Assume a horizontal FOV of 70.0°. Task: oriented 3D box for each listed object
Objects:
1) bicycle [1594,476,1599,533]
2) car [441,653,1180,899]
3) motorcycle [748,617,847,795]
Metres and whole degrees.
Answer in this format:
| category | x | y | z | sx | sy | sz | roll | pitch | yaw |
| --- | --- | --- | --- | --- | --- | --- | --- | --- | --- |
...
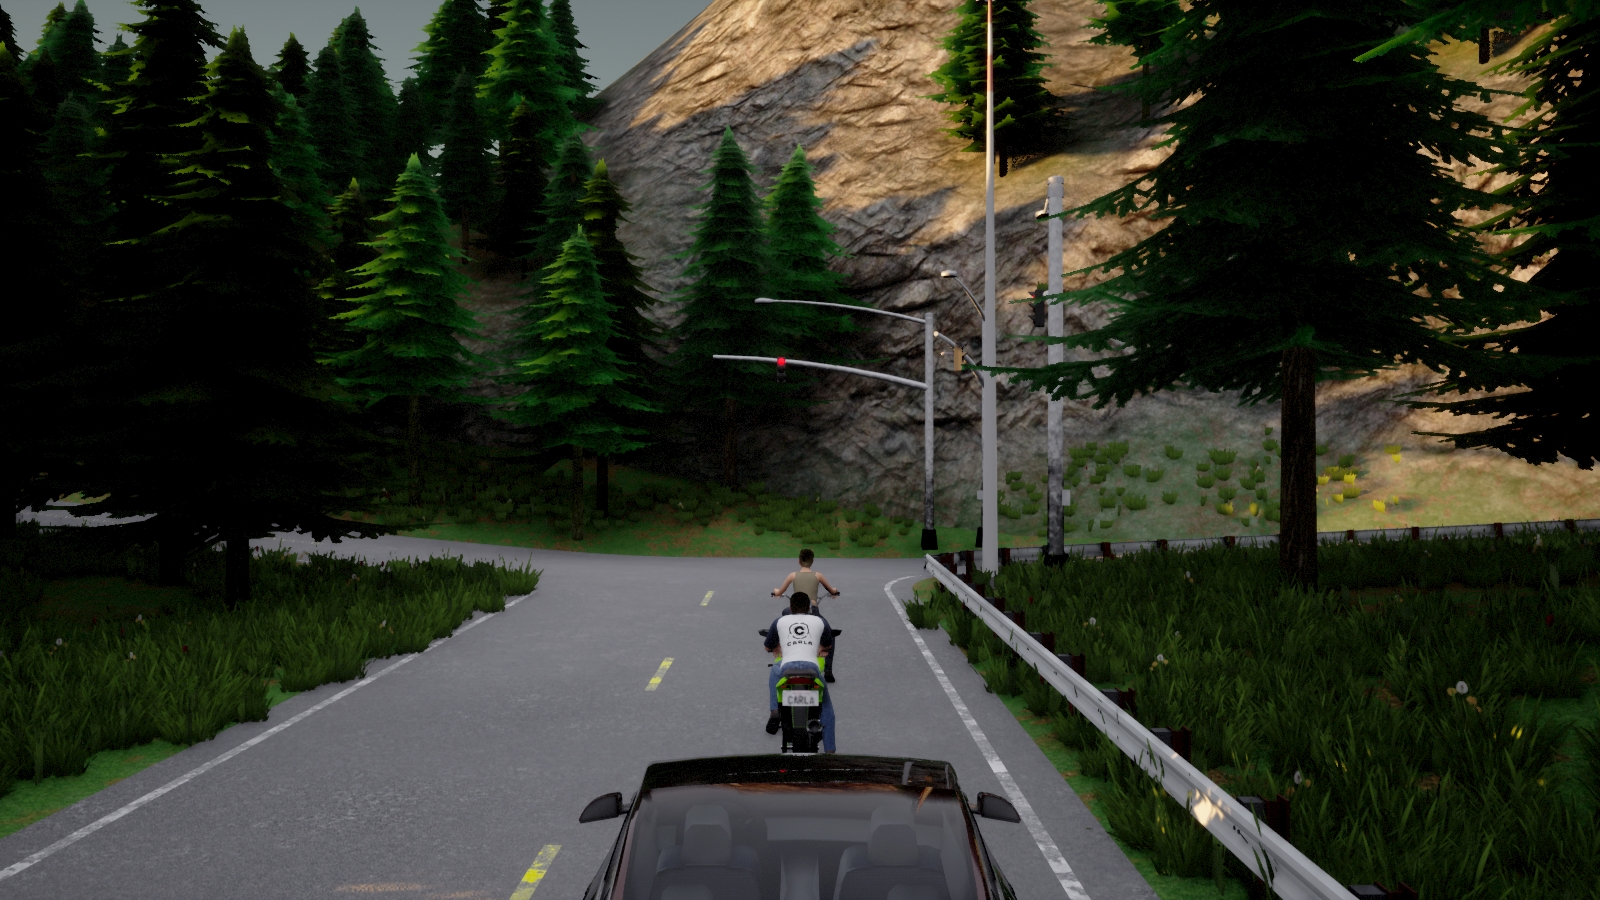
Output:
| category | x | y | z | sx | sy | sz | roll | pitch | yaw |
| --- | --- | --- | --- | --- | --- | --- | --- | --- | --- |
| bicycle | 21.687 | 1.359 | 29.492 | 1.835 | 1.471 | 0.329 | -5 | -2 | 26 |
| car | 0.029 | 2.063 | 5.012 | 2.163 | 1.488 | 4.792 | 0 | 0 | 0 |
| motorcycle | -0.020 | 2.213 | 10.238 | 0.803 | 1.145 | 2.033 | 0 | 0 | 0 |
